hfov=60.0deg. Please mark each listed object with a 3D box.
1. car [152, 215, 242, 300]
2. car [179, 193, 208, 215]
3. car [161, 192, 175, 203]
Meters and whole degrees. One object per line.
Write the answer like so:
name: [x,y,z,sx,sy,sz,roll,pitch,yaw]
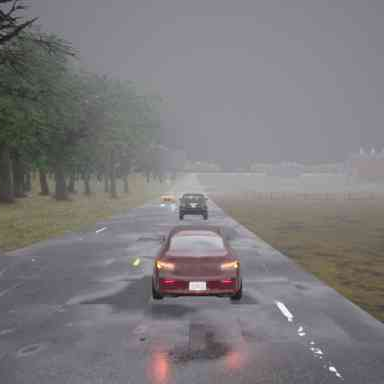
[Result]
car: [0.102,1.519,8.258,1.812,1.442,4.674,0,0,0]
car: [0.107,1.082,26.924,2.150,2.045,5.566,0,1,0]
car: [-3.530,0.822,49.909,1.882,1.535,5.008,0,2,1]
